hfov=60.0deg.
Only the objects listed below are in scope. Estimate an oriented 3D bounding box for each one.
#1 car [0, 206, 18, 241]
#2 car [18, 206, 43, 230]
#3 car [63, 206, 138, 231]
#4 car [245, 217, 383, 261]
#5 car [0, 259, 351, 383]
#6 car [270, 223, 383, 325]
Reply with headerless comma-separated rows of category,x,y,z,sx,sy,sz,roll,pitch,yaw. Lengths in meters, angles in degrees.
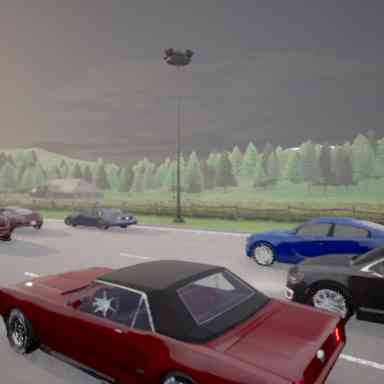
car,-10.616,1.419,15.860,4.553,1.767,2.097,0,0,35
car,-10.974,1.603,20.413,4.674,1.442,1.812,0,0,35
car,-5.864,1.611,21.067,5.357,1.411,2.033,0,0,35
car,3.973,1.487,9.755,5.008,1.535,1.882,0,0,35
car,-0.657,1.612,4.461,4.718,1.301,1.895,0,0,35
car,4.014,1.504,5.430,4.892,1.490,1.837,0,0,35
